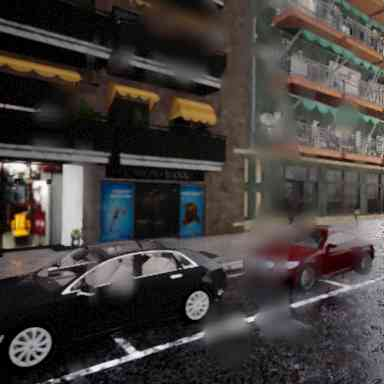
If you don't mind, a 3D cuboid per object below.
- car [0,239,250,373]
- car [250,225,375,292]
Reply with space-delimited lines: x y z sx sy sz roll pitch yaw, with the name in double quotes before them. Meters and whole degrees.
"car" -1.383 1.545 5.553 4.403 1.369 2.008 0 1 -35
"car" 3.256 1.560 8.861 4.206 1.307 1.802 0 1 -35
